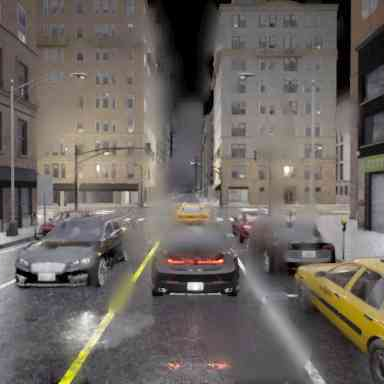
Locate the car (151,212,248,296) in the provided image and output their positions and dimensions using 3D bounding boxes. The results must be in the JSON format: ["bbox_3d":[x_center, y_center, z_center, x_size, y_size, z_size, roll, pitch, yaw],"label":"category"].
[{"bbox_3d":[0.075,1.502,8.597,1.837,1.490,4.892,0,0,0],"label":"car"}]

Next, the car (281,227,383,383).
[{"bbox_3d":[2.871,1.524,4.834,1.752,1.417,4.829,-1,0,0],"label":"car"}]

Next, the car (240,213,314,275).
[{"bbox_3d":[2.877,1.562,10.250,1.947,1.339,4.313,-1,0,0],"label":"car"}]

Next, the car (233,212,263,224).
[{"bbox_3d":[2.883,1.575,15.836,1.802,1.307,4.206,-1,0,0],"label":"car"}]

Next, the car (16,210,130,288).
[{"bbox_3d":[-2.992,1.489,9.303,2.128,1.511,4.902,0,0,0],"label":"car"}]

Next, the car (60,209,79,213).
[{"bbox_3d":[-5.662,1.538,15.842,1.887,1.381,4.507,-1,0,0],"label":"car"}]

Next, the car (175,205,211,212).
[{"bbox_3d":[0.053,1.470,19.024,1.882,1.535,5.008,0,0,1],"label":"car"}]
